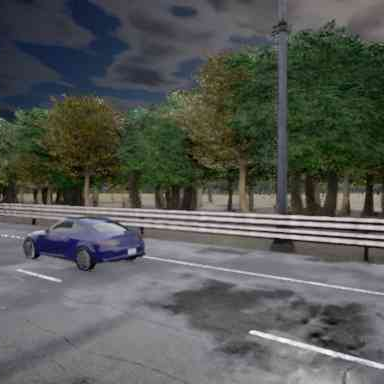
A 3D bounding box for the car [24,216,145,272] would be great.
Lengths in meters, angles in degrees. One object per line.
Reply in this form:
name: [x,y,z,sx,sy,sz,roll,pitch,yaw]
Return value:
car: [-3.576,1.525,10.814,4.674,1.442,1.812,0,0,36]
